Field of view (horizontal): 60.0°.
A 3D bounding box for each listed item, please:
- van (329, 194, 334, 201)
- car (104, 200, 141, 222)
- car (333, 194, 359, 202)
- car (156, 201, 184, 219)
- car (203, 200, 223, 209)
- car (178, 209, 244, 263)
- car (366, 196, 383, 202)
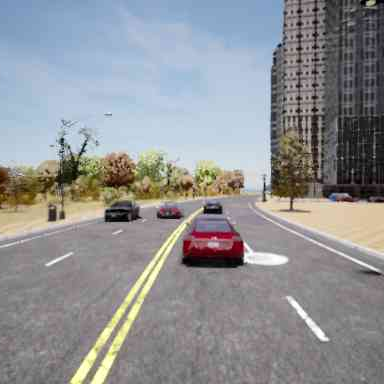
[{"bbox_3d":[33.737,1.244,76.264,3.998,1.788,1.690,0,1,13],"label":"van"},{"bbox_3d":[-5.281,1.398,25.758,1.882,1.535,5.008,0,0,4],"label":"car"},{"bbox_3d":[31.723,1.377,67.880,4.097,1.590,1.967,0,1,13],"label":"car"},{"bbox_3d":[-1.813,1.506,28.493,1.994,1.385,4.181,0,0,5],"label":"car"},{"bbox_3d":[2.291,1.526,35.855,1.994,1.385,4.181,0,0,5],"label":"car"},{"bbox_3d":[0.706,1.550,12.022,1.994,1.385,4.181,0,0,2],"label":"car"},{"bbox_3d":[37.271,1.502,66.620,4.313,1.339,1.947,0,1,13],"label":"car"}]
